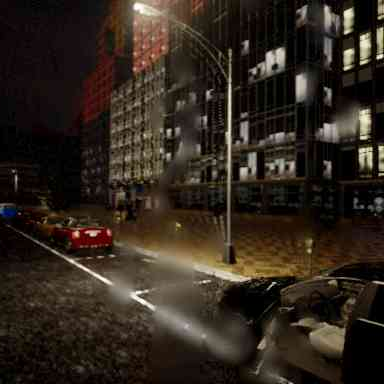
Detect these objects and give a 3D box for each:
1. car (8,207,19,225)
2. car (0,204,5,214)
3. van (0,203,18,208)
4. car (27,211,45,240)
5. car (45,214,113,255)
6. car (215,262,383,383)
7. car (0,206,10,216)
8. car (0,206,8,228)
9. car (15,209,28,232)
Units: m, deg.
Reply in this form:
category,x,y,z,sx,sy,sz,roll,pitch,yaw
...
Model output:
category,x,y,z,sx,sy,sz,roll,pitch,yaw
car,-14.661,2.259,29.037,1.802,1.307,4.206,1,-2,-35
car,-30.413,2.622,51.738,1.967,1.590,4.097,1,-2,-35
van,-20.961,2.217,38.122,1.690,1.788,3.998,1,-2,-35
car,-8.456,2.009,20.099,1.752,1.417,4.829,1,-2,-35
car,-5.208,1.823,15.421,1.967,1.590,4.097,1,-2,-35
car,2.263,1.642,4.075,1.837,1.490,4.892,2,-2,-35
car,-27.263,2.645,47.196,1.947,1.339,4.313,1,-2,-35
car,-16.285,2.128,26.800,1.812,1.442,4.674,2,-2,-34
car,-11.510,2.160,24.498,1.802,1.307,4.206,1,-2,-35
